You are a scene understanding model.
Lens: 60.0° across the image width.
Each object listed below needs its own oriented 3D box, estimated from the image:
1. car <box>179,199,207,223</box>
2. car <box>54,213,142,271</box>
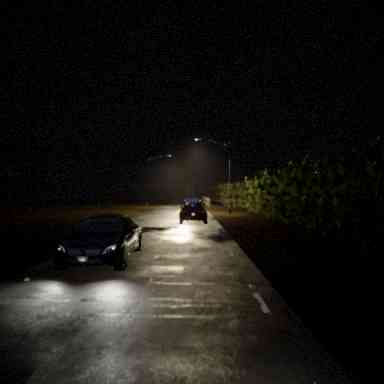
[{"bbox_3d":[0.085,1.466,24.368,1.994,1.385,4.181,0,0,0],"label":"car"},{"bbox_3d":[-2.784,1.452,10.812,1.812,1.442,4.674,0,0,0],"label":"car"}]
